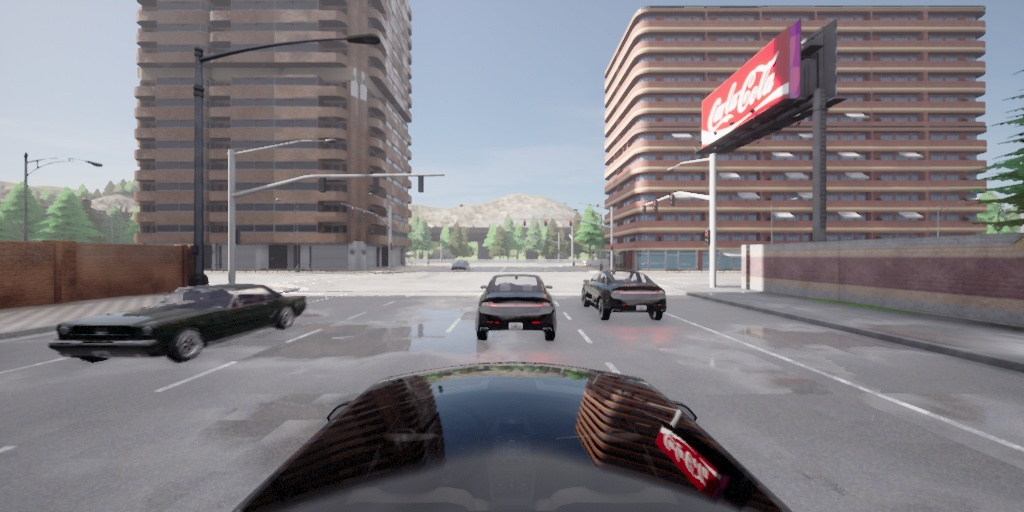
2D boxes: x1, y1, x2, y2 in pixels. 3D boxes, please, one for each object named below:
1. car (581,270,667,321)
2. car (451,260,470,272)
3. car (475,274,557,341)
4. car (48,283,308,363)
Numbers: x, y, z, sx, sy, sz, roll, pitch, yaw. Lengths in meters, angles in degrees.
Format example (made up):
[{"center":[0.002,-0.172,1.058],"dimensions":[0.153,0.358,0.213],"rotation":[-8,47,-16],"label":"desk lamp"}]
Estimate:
[{"center":[3.657,1.237,12.459],"dimensions":[2.128,1.511,4.902],"rotation":[0,0,1],"label":"car"},{"center":[-6.630,1.250,46.844],"dimensions":[2.033,1.411,5.357],"rotation":[0,0,0],"label":"car"},{"center":[0.121,1.238,9.854],"dimensions":[2.128,1.511,4.902],"rotation":[0,0,1],"label":"car"},{"center":[-6.948,1.350,8.290],"dimensions":[1.895,1.301,4.718],"rotation":[0,0,0],"label":"car"}]
